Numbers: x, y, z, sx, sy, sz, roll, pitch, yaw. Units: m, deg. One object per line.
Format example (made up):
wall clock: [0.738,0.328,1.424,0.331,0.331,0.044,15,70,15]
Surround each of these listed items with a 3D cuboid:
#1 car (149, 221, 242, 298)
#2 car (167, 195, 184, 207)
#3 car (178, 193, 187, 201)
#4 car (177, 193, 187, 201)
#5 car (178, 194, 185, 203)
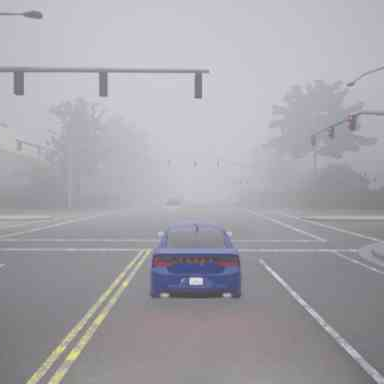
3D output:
car: [0.086,1.474,8.537,1.882,1.535,5.008,0,0,0]
car: [-2.766,1.543,51.410,1.994,1.385,4.181,0,0,1]
car: [-2.529,1.524,69.970,1.994,1.385,4.181,0,0,0]
car: [-2.439,1.193,80.583,2.150,2.045,5.566,0,0,0]
car: [-2.683,1.576,60.240,1.895,1.301,4.718,0,0,1]
